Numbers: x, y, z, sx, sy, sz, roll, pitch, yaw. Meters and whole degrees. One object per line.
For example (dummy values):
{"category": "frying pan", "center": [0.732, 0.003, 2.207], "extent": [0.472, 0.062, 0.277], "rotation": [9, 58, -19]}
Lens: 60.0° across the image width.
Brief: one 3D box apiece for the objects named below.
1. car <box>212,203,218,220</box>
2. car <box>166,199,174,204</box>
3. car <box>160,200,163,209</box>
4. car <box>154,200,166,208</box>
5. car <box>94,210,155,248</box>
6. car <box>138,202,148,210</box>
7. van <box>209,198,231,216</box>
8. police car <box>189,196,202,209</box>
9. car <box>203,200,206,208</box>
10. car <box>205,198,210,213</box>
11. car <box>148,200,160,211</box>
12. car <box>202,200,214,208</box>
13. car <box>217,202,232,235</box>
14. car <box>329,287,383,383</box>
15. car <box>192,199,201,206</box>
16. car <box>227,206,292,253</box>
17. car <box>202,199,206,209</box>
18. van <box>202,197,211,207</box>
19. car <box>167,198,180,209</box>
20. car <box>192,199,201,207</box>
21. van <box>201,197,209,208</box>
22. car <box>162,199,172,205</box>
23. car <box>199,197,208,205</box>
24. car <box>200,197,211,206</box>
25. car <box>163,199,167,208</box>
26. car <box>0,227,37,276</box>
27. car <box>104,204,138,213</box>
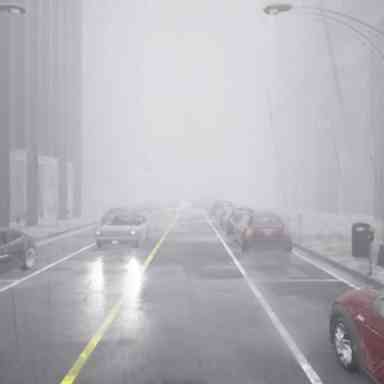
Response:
{"category": "car", "center": [2.843, 1.788, 25.630], "extent": [1.887, 1.381, 4.507], "rotation": [0, -1, 0]}
{"category": "car", "center": [-5.705, 2.412, 87.757], "extent": [1.802, 1.307, 4.206], "rotation": [0, -1, 0]}
{"category": "car", "center": [-5.691, 1.899, 48.218], "extent": [1.967, 1.590, 4.097], "rotation": [0, -1, 0]}
{"category": "car", "center": [-5.695, 2.149, 59.513], "extent": [1.802, 1.307, 4.206], "rotation": [0, -1, 0]}
{"category": "car", "center": [-3.105, 1.750, 15.659], "extent": [1.895, 1.301, 4.718], "rotation": [0, -1, 0]}
{"category": "car", "center": [-5.684, 1.842, 31.271], "extent": [1.887, 1.381, 4.507], "rotation": [0, -1, 0]}
{"category": "van", "center": [2.840, 1.638, 31.280], "extent": [1.690, 1.788, 3.998], "rotation": [0, -1, 0]}
{"category": "police car", "center": [0.879, 1.960, 56.208], "extent": [1.930, 1.638, 5.238], "rotation": [0, -1, 0]}
{"category": "car", "center": [2.836, 1.949, 42.575], "extent": [1.887, 1.381, 4.507], "rotation": [0, -1, 0]}
{"category": "car", "center": [2.838, 1.790, 36.928], "extent": [1.967, 1.590, 4.097], "rotation": [0, -1, 0]}
{"category": "car", "center": [-5.688, 1.956, 42.568], "extent": [2.008, 1.369, 4.403], "rotation": [0, -1, 0]}
{"category": "car", "center": [2.830, 2.111, 59.520], "extent": [1.887, 1.381, 4.507], "rotation": [0, -1, 0]}
{"category": "car", "center": [2.845, 1.629, 19.983], "extent": [1.967, 1.590, 4.097], "rotation": [0, -1, 0]}
{"category": "car", "center": [2.851, 1.470, 3.038], "extent": [1.967, 1.590, 4.097], "rotation": [0, -1, 0]}
{"category": "car", "center": [0.873, 2.193, 72.096], "extent": [1.837, 1.490, 4.892], "rotation": [0, -1, 0]}
{"category": "car", "center": [2.847, 1.576, 14.335], "extent": [1.967, 1.590, 4.097], "rotation": [0, -1, 0]}
{"category": "car", "center": [2.834, 2.024, 48.223], "extent": [1.947, 1.339, 4.313], "rotation": [0, -1, 0]}
{"category": "van", "center": [2.826, 1.962, 65.170], "extent": [1.690, 1.788, 3.998], "rotation": [0, -1, 0]}
{"category": "car", "center": [-3.082, 2.040, 56.180], "extent": [1.837, 1.490, 4.892], "rotation": [0, -1, 0]}
{"category": "car", "center": [0.875, 2.136, 66.097], "extent": [1.837, 1.490, 4.892], "rotation": [0, -1, 0]}
{"category": "van", "center": [2.830, 1.854, 53.874], "extent": [1.690, 1.788, 3.998], "rotation": [0, -1, 0]}
{"category": "car", "center": [-5.701, 2.273, 76.460], "extent": [1.887, 1.381, 4.507], "rotation": [0, -1, 0]}
{"category": "car", "center": [2.821, 2.095, 82.116], "extent": [2.192, 1.841, 5.009], "rotation": [0, -1, 0]}
{"category": "car", "center": [2.825, 1.990, 70.819], "extent": [2.192, 1.841, 5.009], "rotation": [0, -1, 0]}
{"category": "car", "center": [-5.693, 2.064, 53.865], "extent": [2.008, 1.369, 4.403], "rotation": [0, -1, 0]}
{"category": "car", "center": [-5.675, 1.649, 8.677], "extent": [1.947, 1.339, 4.313], "rotation": [0, -1, 0]}
{"category": "car", "center": [-5.682, 1.809, 25.622], "extent": [1.947, 1.339, 4.313], "rotation": [0, -1, 0]}
